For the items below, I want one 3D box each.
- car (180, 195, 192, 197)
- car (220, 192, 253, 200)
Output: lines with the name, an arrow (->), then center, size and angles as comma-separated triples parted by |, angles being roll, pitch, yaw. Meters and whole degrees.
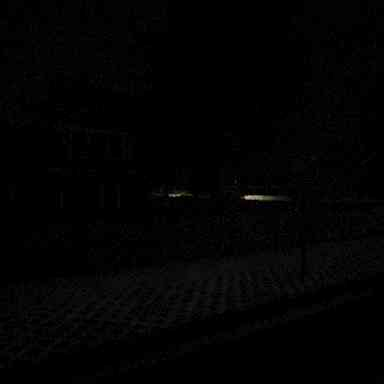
car -> -1.262, 1.201, 53.175 | 1.882, 1.535, 5.008 | 0, 0, -34
car -> 4.893, 1.067, 38.901 | 2.150, 2.045, 5.566 | 0, 0, -34
